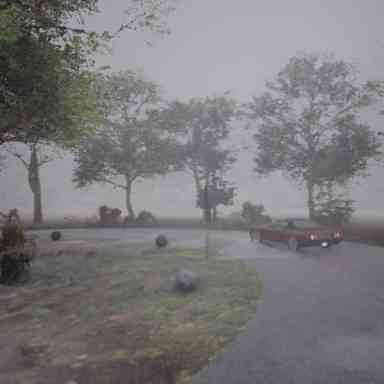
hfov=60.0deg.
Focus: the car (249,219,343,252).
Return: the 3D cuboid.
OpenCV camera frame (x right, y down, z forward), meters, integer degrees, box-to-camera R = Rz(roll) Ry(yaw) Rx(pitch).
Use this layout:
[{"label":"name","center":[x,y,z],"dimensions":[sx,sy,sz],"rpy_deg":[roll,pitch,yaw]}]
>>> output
[{"label":"car","center":[4.599,1.901,15.629],"dimensions":[1.895,1.301,4.718],"rpy_deg":[0,-1,-21]}]
